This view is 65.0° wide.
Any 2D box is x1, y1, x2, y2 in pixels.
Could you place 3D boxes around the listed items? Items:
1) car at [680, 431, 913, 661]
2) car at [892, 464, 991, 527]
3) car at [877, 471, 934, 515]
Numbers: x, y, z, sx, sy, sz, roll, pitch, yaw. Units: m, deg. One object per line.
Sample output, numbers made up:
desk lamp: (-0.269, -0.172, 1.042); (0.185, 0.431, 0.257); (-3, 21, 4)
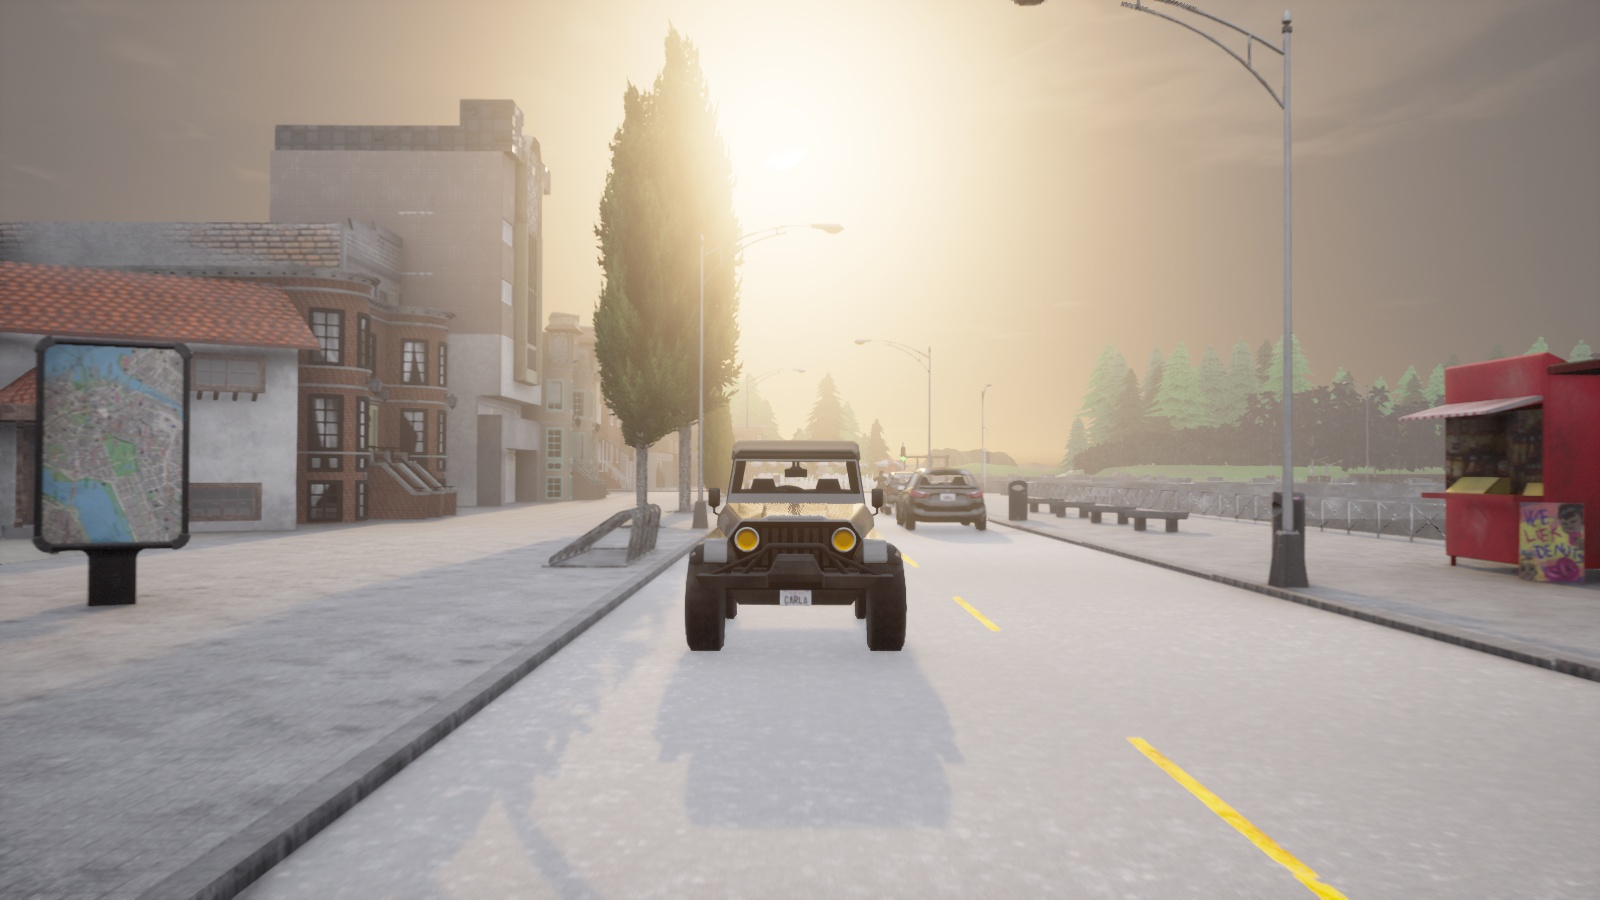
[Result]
car: (-0.033, 0.816, 12.247); (1.905, 1.878, 3.866); (0, -1, 0)
car: (3.907, 1.236, 35.405); (2.242, 1.667, 4.611); (0, -1, 0)
car: (3.878, 1.560, 46.725); (1.789, 1.549, 3.705); (0, -1, 0)
